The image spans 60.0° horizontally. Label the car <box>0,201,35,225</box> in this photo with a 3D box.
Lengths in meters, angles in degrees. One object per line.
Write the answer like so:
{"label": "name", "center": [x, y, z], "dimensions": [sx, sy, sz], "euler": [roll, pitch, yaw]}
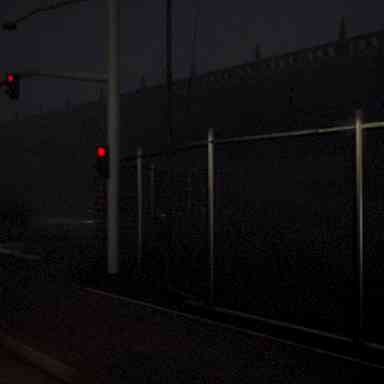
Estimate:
{"label": "car", "center": [-13.191, 1.410, 22.448], "dimensions": [2.097, 1.767, 4.553], "euler": [0, 0, 35]}

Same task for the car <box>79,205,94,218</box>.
{"label": "car", "center": [-7.804, 1.537, 30.026], "dimensions": [1.882, 1.535, 5.008], "euler": [0, 0, 36]}
